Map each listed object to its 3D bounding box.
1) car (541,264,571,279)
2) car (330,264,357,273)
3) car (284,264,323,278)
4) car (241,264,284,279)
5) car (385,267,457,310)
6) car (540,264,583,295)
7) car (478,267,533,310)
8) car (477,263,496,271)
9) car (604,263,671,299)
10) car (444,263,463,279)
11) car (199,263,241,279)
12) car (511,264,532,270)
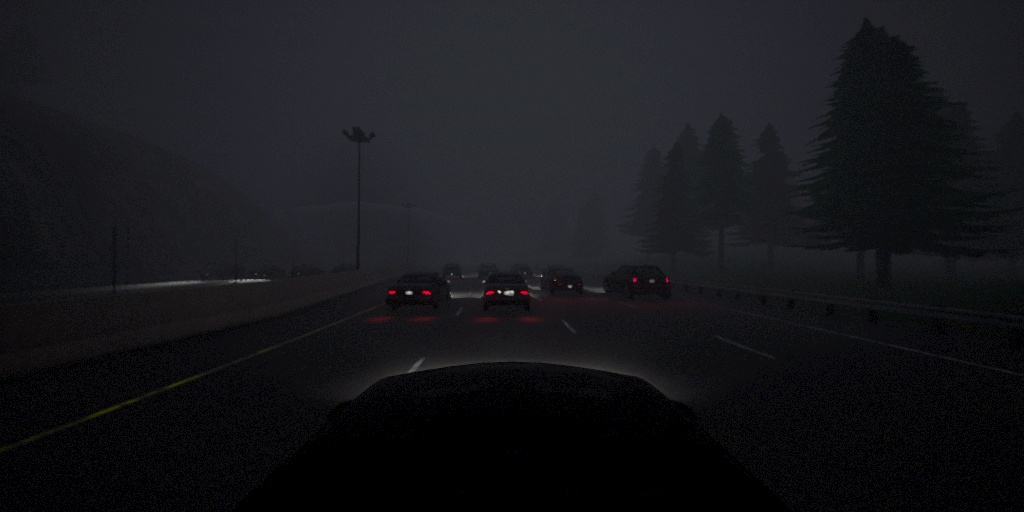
[{"bbox_3d":[4.470,1.537,36.924,1.994,1.385,4.181,0,0,-8],"label":"car"},{"bbox_3d":[-16.874,1.494,36.288,1.994,1.385,4.181,0,0,-10],"label":"car"},{"bbox_3d":[-20.294,1.482,35.490,1.994,1.385,4.181,0,0,-10],"label":"car"},{"bbox_3d":[-23.706,1.471,34.696,1.994,1.385,4.181,0,0,-9],"label":"car"},{"bbox_3d":[-3.783,1.373,15.233,2.033,1.411,5.357,0,0,-3],"label":"car"},{"bbox_3d":[2.828,1.398,20.897,1.812,1.442,4.674,0,0,-4],"label":"car"},{"bbox_3d":[-0.280,1.380,15.229,2.033,1.411,5.357,0,0,-3],"label":"car"},{"bbox_3d":[-2.432,1.445,35.820,2.128,1.511,4.902,0,0,-8],"label":"car"},{"bbox_3d":[6.462,1.219,19.025,2.097,1.767,4.553,0,0,-4],"label":"car"},{"bbox_3d":[-5.938,1.451,35.589,1.837,1.490,4.892,0,0,-9],"label":"car"},{"bbox_3d":[-27.113,1.388,33.857,2.128,1.511,4.902,0,0,-9],"label":"car"},{"bbox_3d":[0.898,1.493,37.104,1.812,1.442,4.674,0,0,-9],"label":"car"}]
